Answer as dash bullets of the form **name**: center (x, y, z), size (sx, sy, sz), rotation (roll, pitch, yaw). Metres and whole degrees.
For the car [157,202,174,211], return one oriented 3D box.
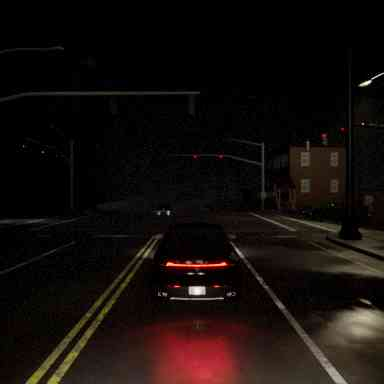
- **car**: center (-3.668, 2.056, 45.633), size (2.033, 1.411, 5.357), rotation (0, -4, 0)

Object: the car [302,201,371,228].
- **car**: center (12.523, 1.794, 28.860), size (5.566, 2.045, 2.150), rotation (8, 0, 1)

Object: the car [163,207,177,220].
- **car**: center (-3.681, 3.615, 55.735), size (2.033, 1.411, 5.357), rotation (0, -12, 0)

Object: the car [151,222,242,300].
- **car**: center (0.087, 1.505, 8.336), size (1.837, 1.490, 4.892), rotation (0, 0, 0)
